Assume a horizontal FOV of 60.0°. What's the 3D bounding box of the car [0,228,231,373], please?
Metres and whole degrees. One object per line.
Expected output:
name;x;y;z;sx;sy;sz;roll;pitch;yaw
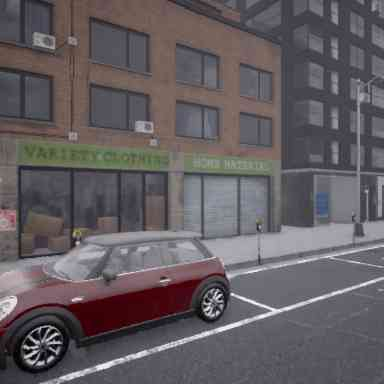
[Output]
car;-1.369;1.440;5.559;4.097;1.590;1.967;0;0;-36
